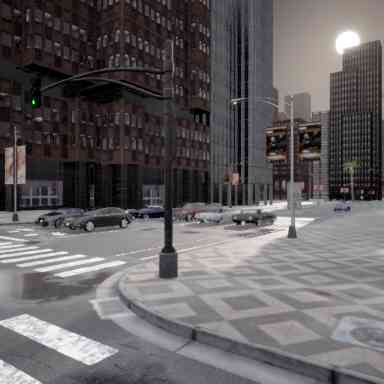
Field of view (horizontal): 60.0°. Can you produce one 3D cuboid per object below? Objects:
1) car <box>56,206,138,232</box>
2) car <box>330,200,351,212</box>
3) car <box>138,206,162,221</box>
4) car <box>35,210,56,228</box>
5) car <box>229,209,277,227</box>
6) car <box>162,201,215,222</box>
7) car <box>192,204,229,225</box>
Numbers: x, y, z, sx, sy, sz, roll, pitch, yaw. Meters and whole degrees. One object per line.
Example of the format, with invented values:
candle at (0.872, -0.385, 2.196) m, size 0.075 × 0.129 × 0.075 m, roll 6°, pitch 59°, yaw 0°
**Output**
car at (-6.158, 1.740, 22.173) m, size 1.837 × 1.490 × 4.892 m, roll 0°, pitch -1°, yaw 35°
car at (24.282, 2.429, 53.641) m, size 2.033 × 1.411 × 5.357 m, roll 0°, pitch -1°, yaw 34°
car at (-3.879, 1.956, 31.037) m, size 1.895 × 1.301 × 4.718 m, roll 0°, pitch -1°, yaw 35°
car at (-8.928, 1.792, 23.882) m, size 1.994 × 1.385 × 4.181 m, roll 0°, pitch -1°, yaw 35°
car at (5.085, 1.990, 26.477) m, size 1.895 × 1.301 × 4.718 m, roll 0°, pitch -1°, yaw 35°
car at (-0.210, 1.736, 30.585) m, size 2.097 × 1.767 × 4.553 m, roll 0°, pitch -1°, yaw 35°
car at (2.345, 1.984, 28.230) m, size 1.895 × 1.301 × 4.718 m, roll 0°, pitch -1°, yaw 35°
